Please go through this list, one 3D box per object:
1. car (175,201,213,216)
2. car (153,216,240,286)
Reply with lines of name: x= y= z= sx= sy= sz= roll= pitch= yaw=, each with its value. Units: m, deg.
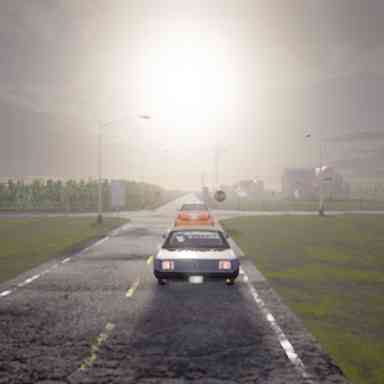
car: x=0.106 y=1.327 z=19.437 sx=2.097 sy=1.767 sz=4.553 roll=0 pitch=0 yaw=0
car: x=0.101 y=1.588 z=9.338 sx=1.895 sy=1.301 sz=4.718 roll=0 pitch=0 yaw=0
